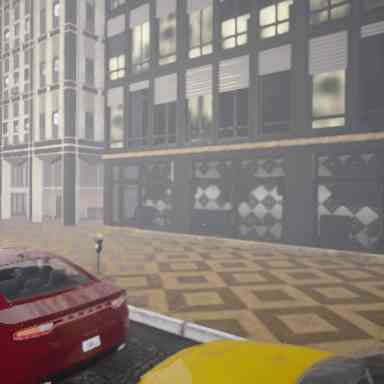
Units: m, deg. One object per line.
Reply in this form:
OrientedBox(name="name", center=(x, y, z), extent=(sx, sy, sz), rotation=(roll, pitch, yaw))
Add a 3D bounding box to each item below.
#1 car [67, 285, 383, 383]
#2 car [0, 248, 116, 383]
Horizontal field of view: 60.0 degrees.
OrientedBox(name="car", center=(1.580, 1.528, 1.743), extent=(4.829, 1.417, 1.752), rotation=(0, 1, 35))
OrientedBox(name="car", center=(-2.921, 1.519, 4.953), extent=(4.507, 1.381, 1.887), rotation=(0, 1, 35))
